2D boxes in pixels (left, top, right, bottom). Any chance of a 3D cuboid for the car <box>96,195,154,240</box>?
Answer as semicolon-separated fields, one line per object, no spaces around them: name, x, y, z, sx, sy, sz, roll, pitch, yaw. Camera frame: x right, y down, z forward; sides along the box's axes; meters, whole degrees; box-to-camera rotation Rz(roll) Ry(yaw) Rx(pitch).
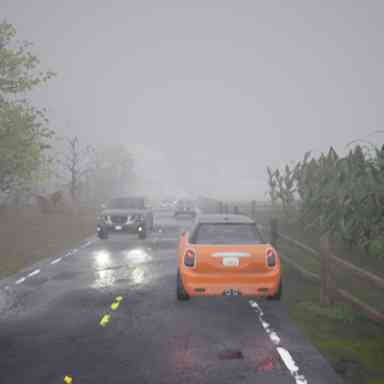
car;-3.225;1.178;17.087;2.150;2.045;5.566;0;0;-1

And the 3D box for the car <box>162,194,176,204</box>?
car;-4.090;1.358;57.692;2.033;1.411;5.357;0;0;-1

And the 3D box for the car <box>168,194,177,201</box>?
car;-4.404;1.204;75.375;1.882;1.535;5.008;0;0;-1

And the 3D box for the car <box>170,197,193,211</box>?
car;-0.629;1.464;30.291;2.033;1.411;5.357;0;0;-1

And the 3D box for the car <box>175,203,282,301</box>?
car;0.716;1.331;8.436;2.097;1.767;4.553;0;0;-1
